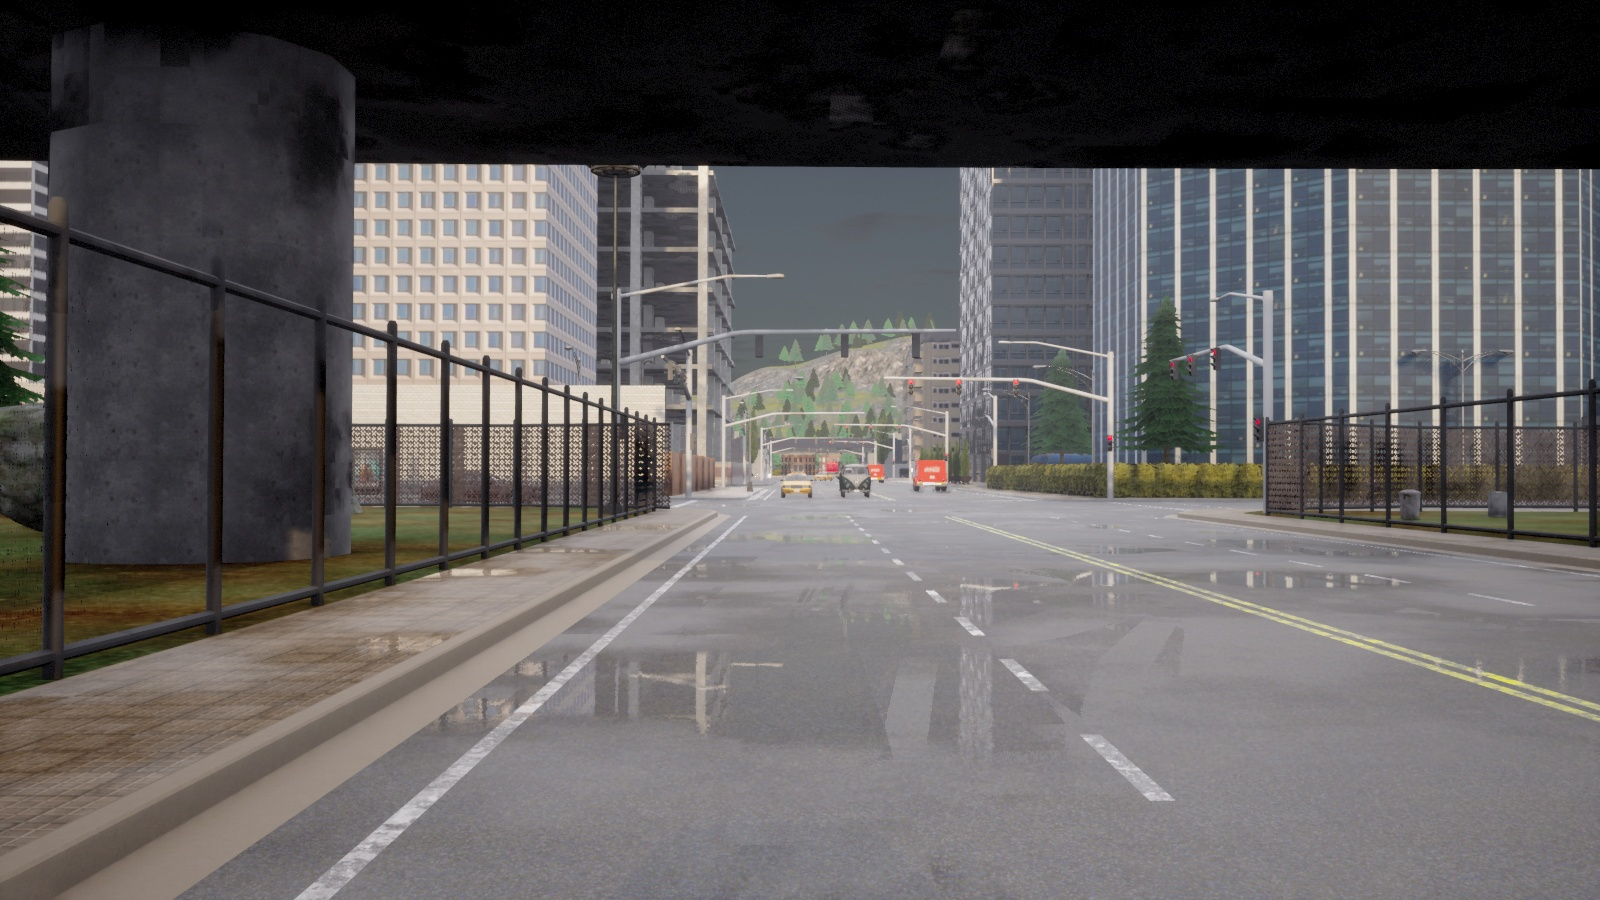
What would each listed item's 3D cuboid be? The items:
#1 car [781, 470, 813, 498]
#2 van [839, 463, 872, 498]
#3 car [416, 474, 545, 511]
[{"bbox_3d":[-0.175,1.995,74.092,1.801,1.575,5.366,0,-1,0],"label":"car"},{"bbox_3d":[3.321,1.820,75.588,1.775,1.987,4.442,0,-1,0],"label":"van"},{"bbox_3d":[-12.717,1.676,50.171,4.674,1.442,1.812,0,-1,0],"label":"car"}]
